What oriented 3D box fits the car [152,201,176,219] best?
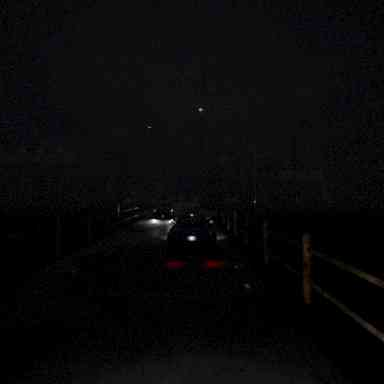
[{"bbox_3d":[-2.757,1.736,33.742,2.097,1.767,4.553,0,-1,0],"label":"car"}]

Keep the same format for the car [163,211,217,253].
[{"bbox_3d":[0.003,1.715,14.370,1.994,1.385,4.181,0,-1,0],"label":"car"}]

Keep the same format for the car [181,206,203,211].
[{"bbox_3d":[0.002,1.895,29.378,1.994,1.385,4.181,0,-1,0],"label":"car"}]
